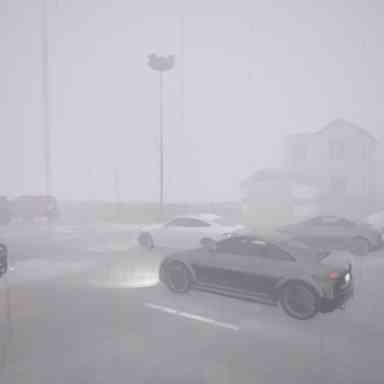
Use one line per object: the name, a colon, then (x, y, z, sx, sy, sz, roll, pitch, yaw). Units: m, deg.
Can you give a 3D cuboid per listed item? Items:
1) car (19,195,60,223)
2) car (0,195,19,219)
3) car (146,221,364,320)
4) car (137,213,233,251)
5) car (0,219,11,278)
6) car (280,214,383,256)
car: (-12.602, 1.252, 25.879, 5.566, 2.045, 2.150, 0, 0, 35)
car: (-14.639, 1.252, 23.033, 5.566, 2.045, 2.150, 0, 0, 36)
car: (1.266, 1.568, 7.383, 4.181, 1.385, 1.994, 0, 0, 36)
car: (0.008, 1.535, 12.568, 4.674, 1.442, 1.812, 0, 0, 35)
car: (-6.709, 1.518, 8.778, 4.892, 1.490, 1.837, 0, 0, 36)
car: (5.240, 1.569, 13.148, 4.181, 1.385, 1.994, 0, 0, 36)
